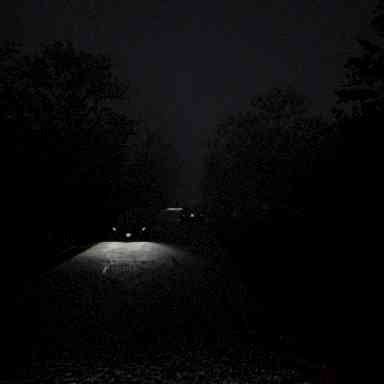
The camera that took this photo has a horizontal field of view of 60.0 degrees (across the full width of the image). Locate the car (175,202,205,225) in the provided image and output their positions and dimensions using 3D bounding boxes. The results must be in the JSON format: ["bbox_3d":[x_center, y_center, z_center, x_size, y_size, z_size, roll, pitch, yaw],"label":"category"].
[{"bbox_3d":[0.013,1.702,25.531,2.033,1.411,5.357,0,-1,0],"label":"car"}]

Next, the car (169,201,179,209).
[{"bbox_3d":[-2.882,2.220,58.518,1.994,1.385,4.181,0,-1,1],"label":"car"}]

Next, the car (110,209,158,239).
[{"bbox_3d":[-2.924,1.621,17.948,2.033,1.411,5.357,0,0,0],"label":"car"}]
